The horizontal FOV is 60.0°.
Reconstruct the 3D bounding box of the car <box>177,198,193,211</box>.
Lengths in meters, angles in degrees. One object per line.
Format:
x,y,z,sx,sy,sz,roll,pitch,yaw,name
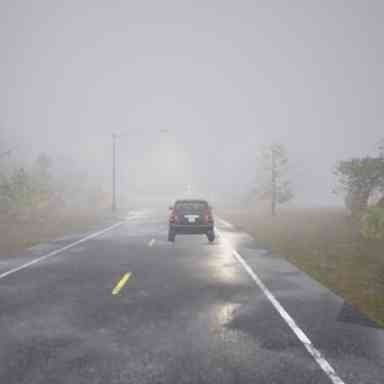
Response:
-1.083,1.696,46.477,2.097,1.767,4.553,0,0,-3,car

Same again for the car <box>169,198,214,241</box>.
-0.066,1.358,17.671,2.150,2.045,5.566,0,0,-1,car
